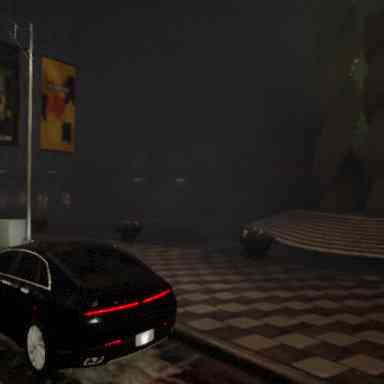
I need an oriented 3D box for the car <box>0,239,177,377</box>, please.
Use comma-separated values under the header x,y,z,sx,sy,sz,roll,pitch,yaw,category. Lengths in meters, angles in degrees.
x,y,z,sx,sy,sz,roll,pitch,yaw,category
-2.411,1.578,5.758,4.892,1.490,1.837,0,-1,41,car
